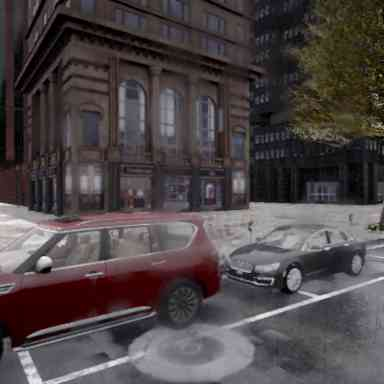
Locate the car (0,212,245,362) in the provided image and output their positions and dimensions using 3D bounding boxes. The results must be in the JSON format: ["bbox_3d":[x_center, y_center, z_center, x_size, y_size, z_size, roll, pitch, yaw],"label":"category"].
[{"bbox_3d":[-1.780,1.314,5.380,5.009,1.841,2.192,0,0,-35],"label":"car"}]

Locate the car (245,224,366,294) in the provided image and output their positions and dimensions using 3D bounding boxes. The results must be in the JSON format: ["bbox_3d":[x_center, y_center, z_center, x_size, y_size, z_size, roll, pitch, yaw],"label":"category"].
[{"bbox_3d":[2.843,1.543,8.676,4.403,1.369,2.008,0,0,-35],"label":"car"}]
